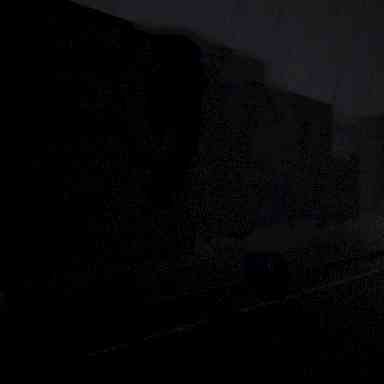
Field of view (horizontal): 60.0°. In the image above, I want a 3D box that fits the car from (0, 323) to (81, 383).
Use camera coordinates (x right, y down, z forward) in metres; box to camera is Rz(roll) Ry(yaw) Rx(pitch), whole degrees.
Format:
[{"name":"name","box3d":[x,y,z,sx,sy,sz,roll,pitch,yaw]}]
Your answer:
[{"name":"car","box3d":[-2.730,1.570,1.742,4.181,1.385,1.994,0,0,-36]}]
